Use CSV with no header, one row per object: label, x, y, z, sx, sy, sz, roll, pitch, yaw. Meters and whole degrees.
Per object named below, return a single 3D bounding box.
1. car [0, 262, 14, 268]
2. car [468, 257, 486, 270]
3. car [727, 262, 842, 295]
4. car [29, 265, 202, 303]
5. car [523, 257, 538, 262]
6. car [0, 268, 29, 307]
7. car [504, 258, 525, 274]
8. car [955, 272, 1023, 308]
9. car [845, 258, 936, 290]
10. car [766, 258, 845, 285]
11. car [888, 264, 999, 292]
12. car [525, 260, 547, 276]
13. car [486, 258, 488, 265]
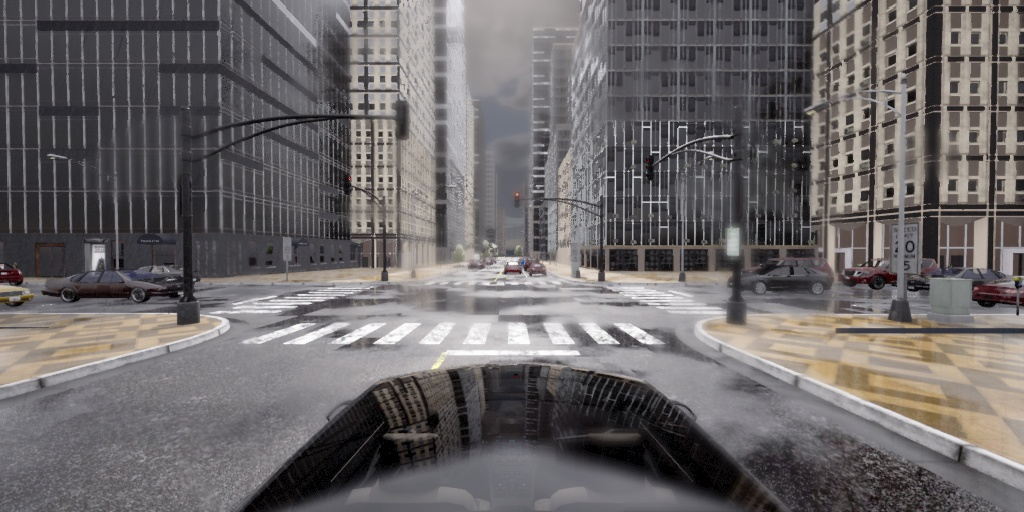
car,-32.547,1.077,21.644,4.097,1.591,1.967,0,0,0
car,-5.270,1.168,52.486,1.967,1.591,4.097,0,0,0
car,14.189,1.250,19.162,4.892,1.490,1.837,0,1,1
car,-17.619,1.290,16.180,5.357,1.411,2.033,0,1,0
car,2.594,1.046,46.979,2.192,1.841,5.009,0,0,0
car,-21.250,1.301,13.593,4.829,1.417,1.751,0,0,0
car,0.127,1.298,41.711,1.994,1.385,4.181,0,0,0
car,20.191,1.417,13.650,4.207,1.307,1.802,0,0,0
car,22.911,1.032,21.792,5.009,1.841,2.192,0,0,0
car,16.579,1.024,21.783,5.009,1.841,2.192,0,0,0
car,24.012,1.305,19.191,5.357,1.411,2.033,0,1,0
car,2.563,1.319,35.930,1.802,1.307,4.207,0,0,0
car,-5.265,1.307,58.011,1.802,1.307,4.207,0,0,0
